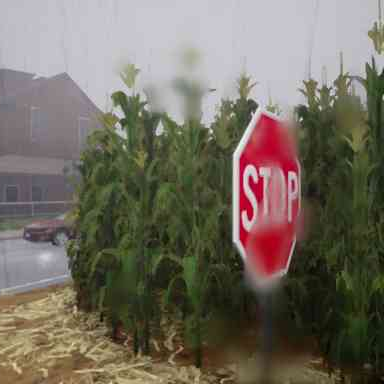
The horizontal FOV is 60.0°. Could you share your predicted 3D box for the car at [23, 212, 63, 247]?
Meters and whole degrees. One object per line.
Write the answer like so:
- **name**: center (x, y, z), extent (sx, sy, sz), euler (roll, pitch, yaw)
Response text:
- **car**: center (-5.201, 1.476, 15.519), extent (1.882, 1.535, 5.008), euler (0, 0, 36)
